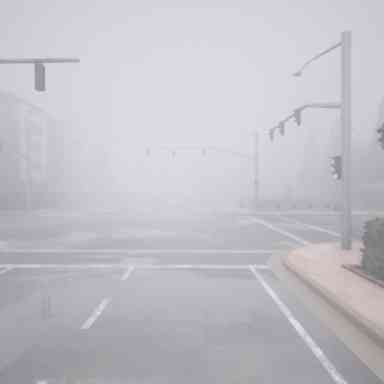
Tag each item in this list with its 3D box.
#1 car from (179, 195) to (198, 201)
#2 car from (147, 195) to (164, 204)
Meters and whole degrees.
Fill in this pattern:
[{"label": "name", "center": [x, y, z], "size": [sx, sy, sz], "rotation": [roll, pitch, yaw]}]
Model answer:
[{"label": "car", "center": [-0.612, 1.270, 71.736], "size": [2.033, 1.411, 5.357], "rotation": [0, 0, 31]}, {"label": "car", "center": [-6.198, 1.289, 56.959], "size": [1.837, 1.490, 4.892], "rotation": [0, 1, 11]}]
